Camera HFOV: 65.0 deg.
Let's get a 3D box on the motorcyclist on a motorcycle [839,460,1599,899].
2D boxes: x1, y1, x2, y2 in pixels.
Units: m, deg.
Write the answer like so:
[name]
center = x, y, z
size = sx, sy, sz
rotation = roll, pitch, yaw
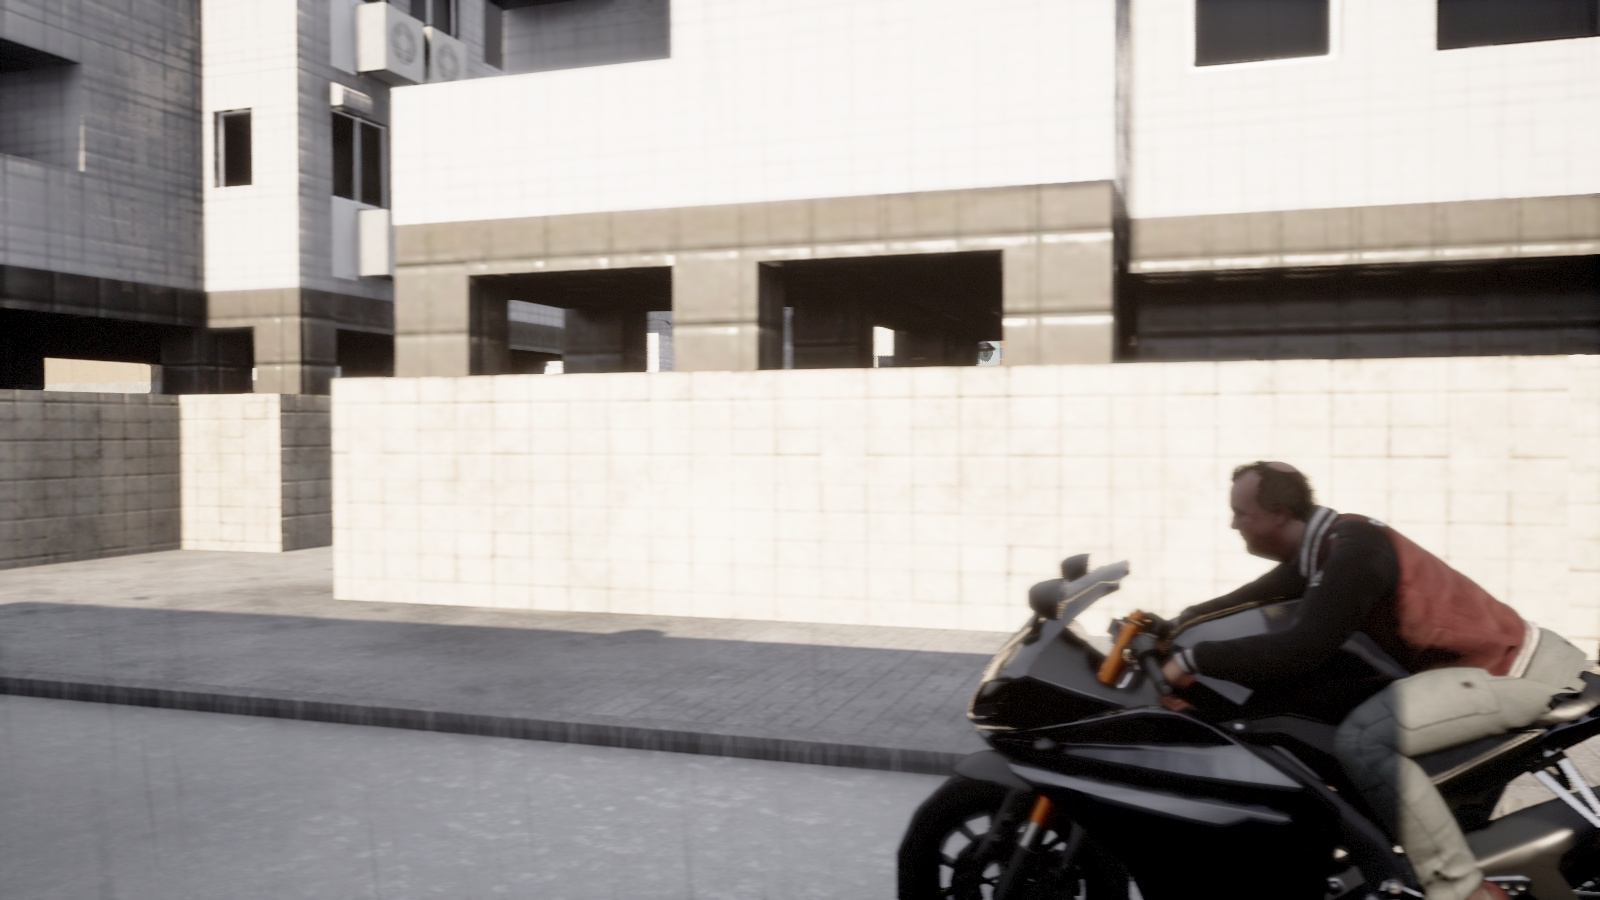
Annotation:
[motorcyclist on a motorcycle]
center = 1.279, 0.813, 3.291
size = 2.191, 1.530, 0.866
rotation = 1, 1, 19
